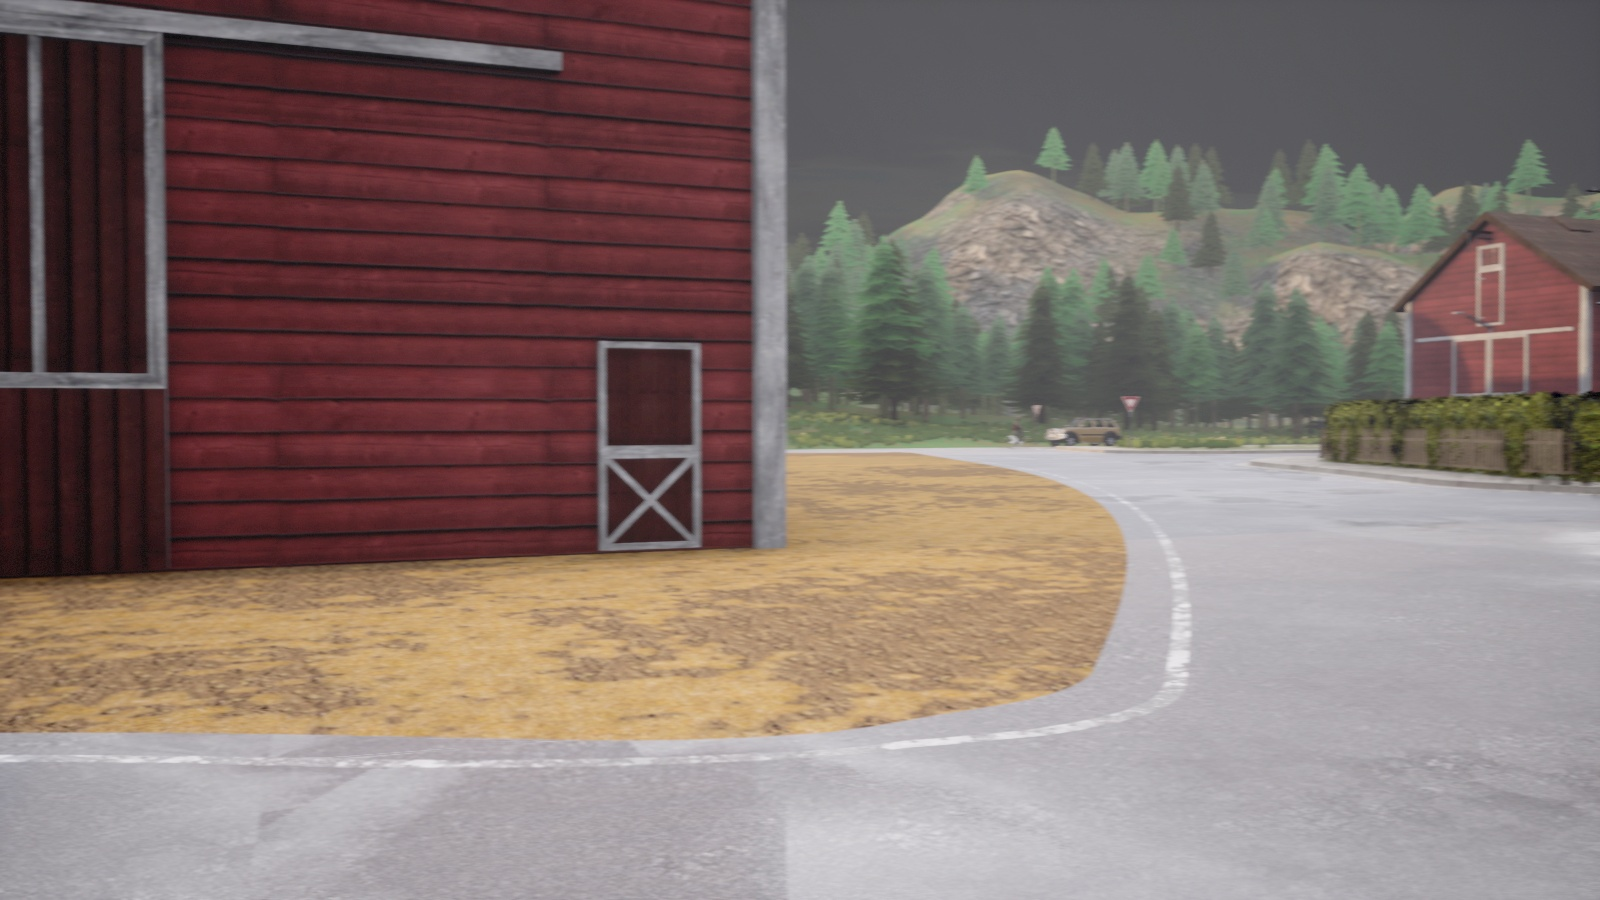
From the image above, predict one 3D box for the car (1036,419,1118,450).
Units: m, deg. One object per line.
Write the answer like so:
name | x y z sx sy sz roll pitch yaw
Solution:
car | 17.062 -0.960 77.401 4.605 1.855 1.932 0 1 -21
